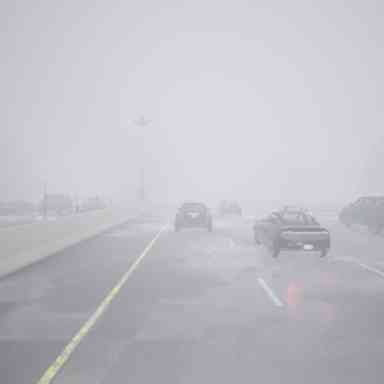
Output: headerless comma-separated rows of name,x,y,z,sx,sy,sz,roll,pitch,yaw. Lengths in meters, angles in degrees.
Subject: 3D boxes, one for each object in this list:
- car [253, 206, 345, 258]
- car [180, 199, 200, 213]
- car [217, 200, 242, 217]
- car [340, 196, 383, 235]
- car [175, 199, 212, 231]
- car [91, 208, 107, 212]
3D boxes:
car,3.594,1.492,12.732,2.128,1.511,4.902,0,0,0
car,-0.292,1.549,39.185,2.033,1.411,5.357,0,0,-3
car,3.493,1.493,31.455,2.128,1.511,4.902,0,0,-1
car,10.593,1.223,19.068,2.150,2.045,5.566,0,0,0
car,0.092,1.353,20.493,2.097,1.767,4.553,0,0,0
car,-10.909,1.353,36.846,2.097,1.767,4.553,0,0,-3
